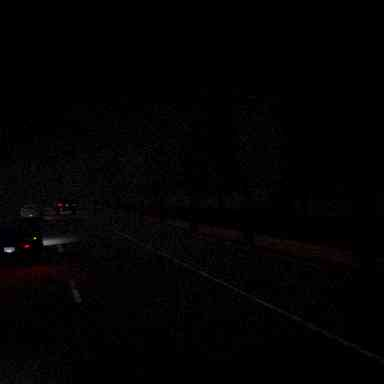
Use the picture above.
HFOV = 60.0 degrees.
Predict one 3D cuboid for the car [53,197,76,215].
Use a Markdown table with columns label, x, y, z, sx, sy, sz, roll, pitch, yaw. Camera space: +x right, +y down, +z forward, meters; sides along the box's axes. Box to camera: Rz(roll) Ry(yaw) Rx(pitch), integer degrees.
| label | x | y | z | sx | sy | sz | roll | pitch | yaw |
| --- | --- | --- | --- | --- | --- | --- | --- | --- | --- |
| car | -15.505 | 1.726 | 40.814 | 2.150 | 2.045 | 5.566 | 0 | -2 | -24 |

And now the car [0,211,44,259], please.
| label | x | y | z | sx | sy | sz | roll | pitch | yaw |
| --- | --- | --- | --- | --- | --- | --- | --- | --- | --- |
| car | -6.780 | 1.699 | 12.761 | 1.812 | 1.442 | 4.674 | 0 | -1 | -24 |

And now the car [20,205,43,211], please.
| label | x | y | z | sx | sy | sz | roll | pitch | yaw |
| --- | --- | --- | --- | --- | --- | --- | --- | --- | --- |
| car | -15.167 | 1.943 | 31.498 | 1.812 | 1.442 | 4.674 | 0 | -1 | -24 |
